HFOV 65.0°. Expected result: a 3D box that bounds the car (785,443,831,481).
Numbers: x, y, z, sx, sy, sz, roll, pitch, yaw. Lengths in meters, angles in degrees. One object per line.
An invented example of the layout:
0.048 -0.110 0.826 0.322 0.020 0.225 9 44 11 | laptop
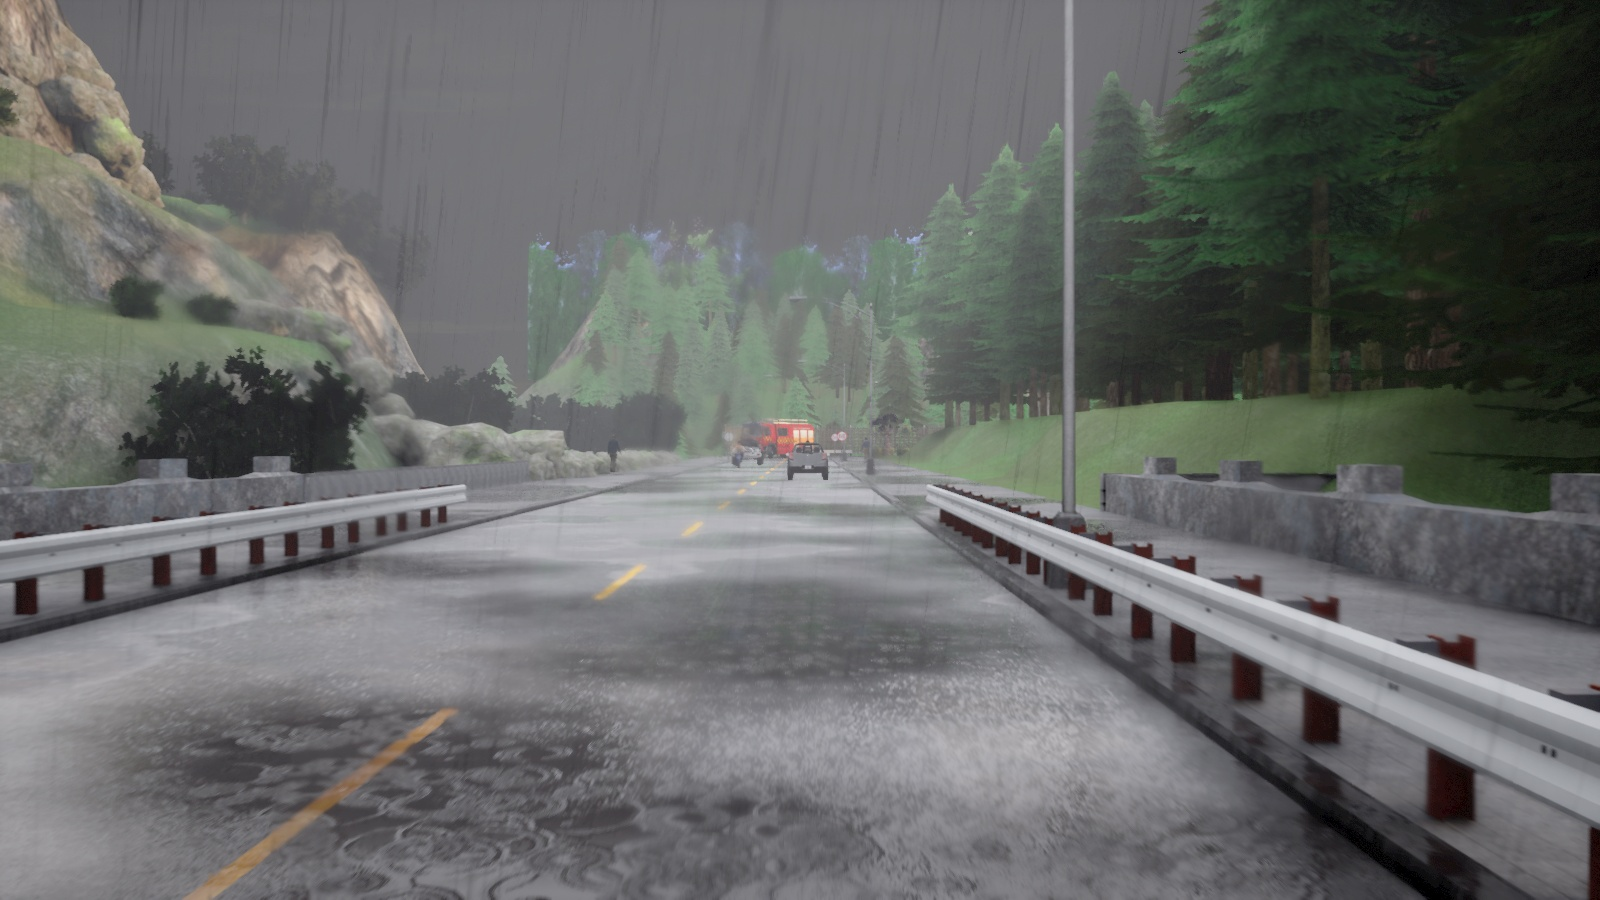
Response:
0.320 0.470 51.809 1.845 1.501 3.633 0 1 0 | car

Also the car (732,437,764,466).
-3.493 0.085 84.300 1.932 1.855 4.605 0 0 0 | car

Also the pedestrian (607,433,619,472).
-8.744 0.118 58.744 0.402 1.842 0.726 0 0 5 | pedestrian
